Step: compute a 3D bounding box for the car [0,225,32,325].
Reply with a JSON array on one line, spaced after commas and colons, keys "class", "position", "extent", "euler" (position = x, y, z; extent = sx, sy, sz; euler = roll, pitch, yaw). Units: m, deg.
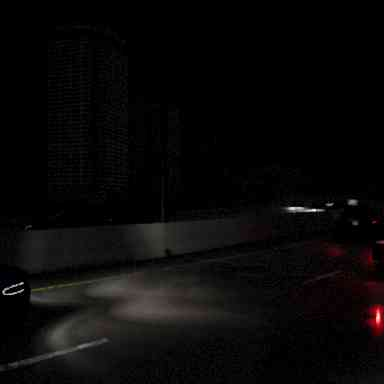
[{"class": "car", "position": [-5.021, 1.488, 4.630], "extent": [5.008, 1.535, 1.882], "euler": [0, 0, -35]}]

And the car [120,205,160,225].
[{"class": "car", "position": [-4.342, 1.653, 23.289], "extent": [5.357, 1.411, 2.033], "euler": [0, 0, -43]}]

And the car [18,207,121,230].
[{"class": "car", "position": [-6.336, 1.595, 17.014], "extent": [4.674, 1.442, 1.812], "euler": [0, 0, -40]}]

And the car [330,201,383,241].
[{"class": "car", "position": [8.891, 1.458, 16.523], "extent": [4.553, 1.767, 2.097], "euler": [0, 0, -45]}]

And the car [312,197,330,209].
[{"class": "car", "position": [19.562, 1.798, 51.121], "extent": [2.128, 1.511, 4.902], "euler": [0, 0, 24]}]

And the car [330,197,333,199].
[{"class": "car", "position": [32.248, 1.836, 79.215], "extent": [2.128, 1.511, 4.902], "euler": [0, 0, 16]}]

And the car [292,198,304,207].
[{"class": "car", "position": [18.456, 1.828, 57.746], "extent": [2.128, 1.511, 4.902], "euler": [0, 0, 21]}]

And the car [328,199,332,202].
[{"class": "car", "position": [17.999, 1.849, 40.279], "extent": [1.895, 1.301, 4.718], "euler": [0, 0, 30]}]

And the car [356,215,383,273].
[{"class": "car", "position": [7.062, 1.560, 9.891], "extent": [4.902, 1.511, 2.128], "euler": [0, 0, -42]}]
